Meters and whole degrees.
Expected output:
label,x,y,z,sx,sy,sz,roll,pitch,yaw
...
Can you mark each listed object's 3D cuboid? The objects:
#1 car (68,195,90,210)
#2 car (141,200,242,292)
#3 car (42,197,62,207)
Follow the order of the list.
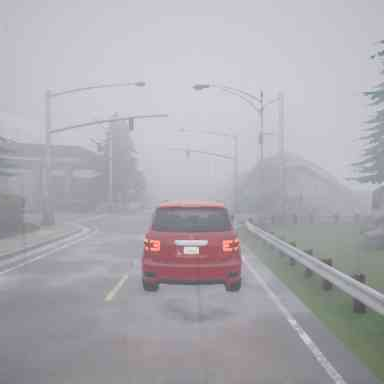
label,x,y,z,sx,sy,sz,roll,pitch,yaw
car,-14.557,1.313,43.145,1.905,1.878,3.866,0,0,-1
car,0.018,1.221,9.095,2.150,2.045,5.566,0,0,1
car,-20.267,1.480,47.419,2.242,1.667,4.611,0,0,-1
